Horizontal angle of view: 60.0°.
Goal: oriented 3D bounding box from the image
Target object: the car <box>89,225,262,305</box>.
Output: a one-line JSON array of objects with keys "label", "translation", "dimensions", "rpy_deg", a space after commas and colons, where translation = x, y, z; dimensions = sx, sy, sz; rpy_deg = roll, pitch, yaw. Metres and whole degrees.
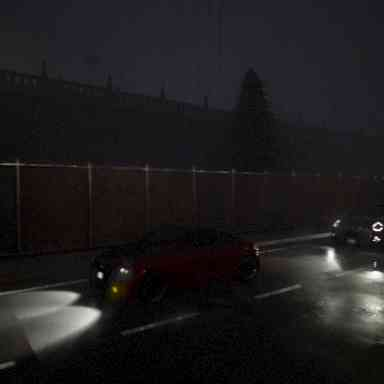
[{"label": "car", "translation": [-0.288, 1.538, 8.087], "dimensions": [4.181, 1.385, 1.994], "rpy_deg": [0, 0, -36]}]

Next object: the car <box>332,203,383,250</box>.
[{"label": "car", "translation": [7.869, 1.265, 13.905], "dimensions": [4.553, 1.767, 2.097], "rpy_deg": [0, 0, -35]}]
